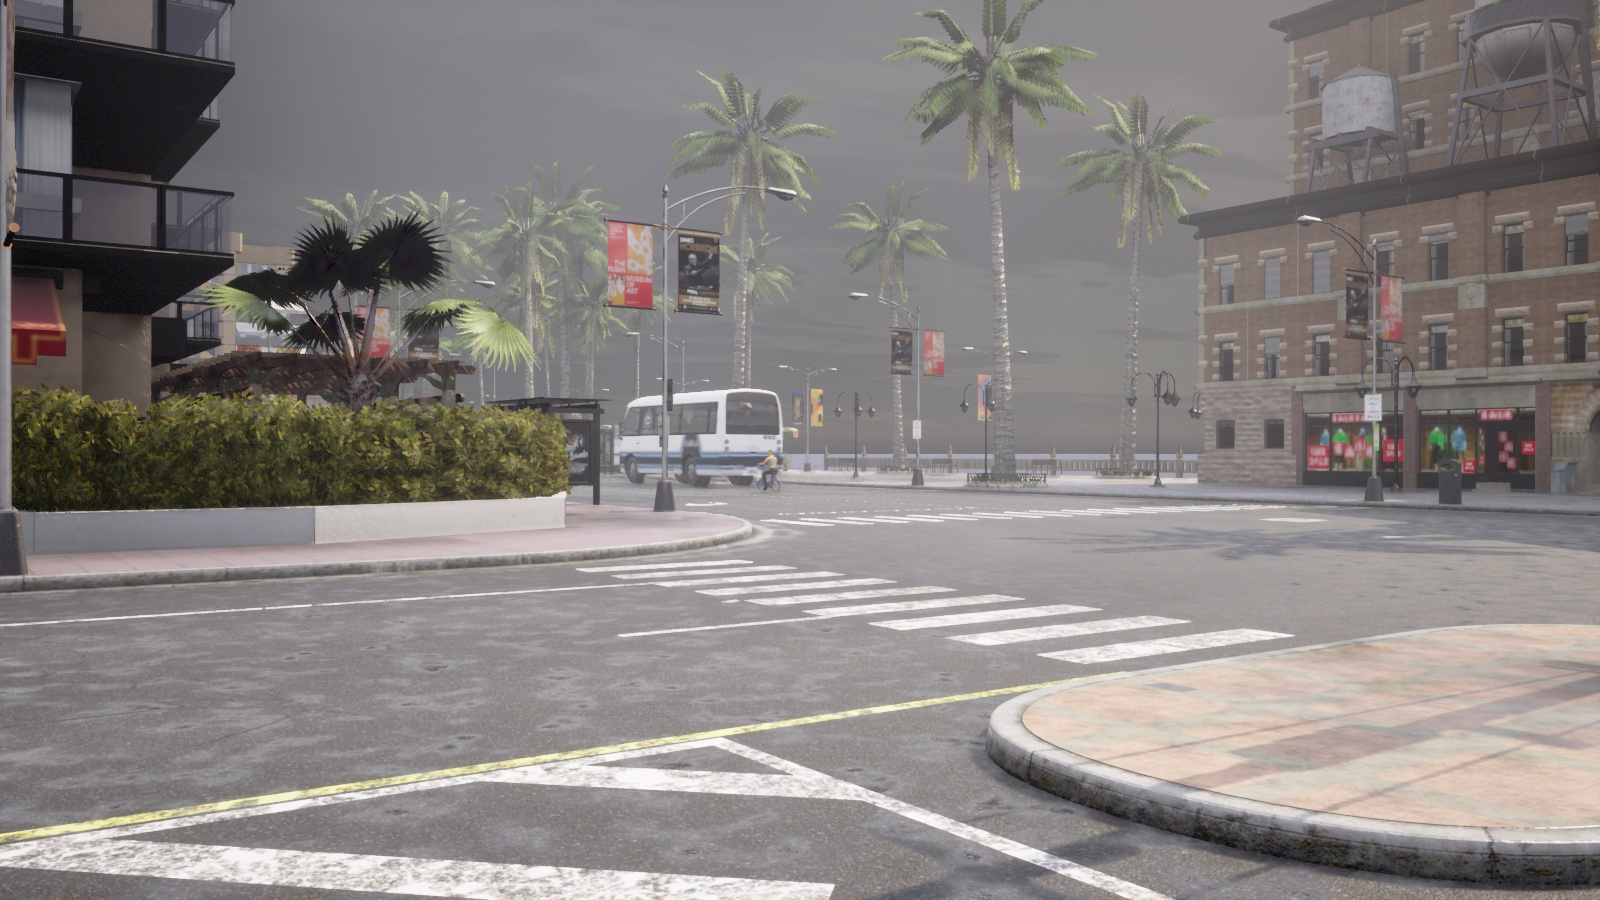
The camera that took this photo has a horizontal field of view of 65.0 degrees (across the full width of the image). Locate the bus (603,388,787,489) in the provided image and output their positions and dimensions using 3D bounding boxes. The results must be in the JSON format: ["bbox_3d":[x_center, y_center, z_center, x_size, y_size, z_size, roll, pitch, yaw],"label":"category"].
[{"bbox_3d":[-5.124,-0.478,58.509,3.944,4.253,10.273,0,0,-34],"label":"bus"}]

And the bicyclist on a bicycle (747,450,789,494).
[{"bbox_3d":[-1.201,0.798,46.561,0.866,1.612,1.509,0,0,-34],"label":"bicyclist on a bicycle"}]
